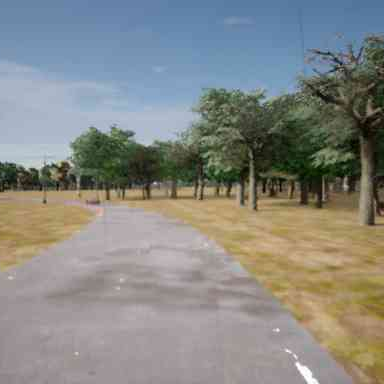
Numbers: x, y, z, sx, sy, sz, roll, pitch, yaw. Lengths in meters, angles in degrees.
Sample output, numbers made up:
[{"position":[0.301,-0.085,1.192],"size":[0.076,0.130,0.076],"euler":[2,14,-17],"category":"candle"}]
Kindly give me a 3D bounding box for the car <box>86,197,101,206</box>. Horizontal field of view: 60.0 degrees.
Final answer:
[{"position":[-18.905,1.755,63.546],"size":[1.882,1.535,5.008],"euler":[-1,0,-30],"category":"car"}]

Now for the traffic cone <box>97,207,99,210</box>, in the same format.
[{"position":[-11.362,2.181,41.543],"size":[0.340,0.580,0.340],"euler":[0,0,-19],"category":"traffic cone"}]
